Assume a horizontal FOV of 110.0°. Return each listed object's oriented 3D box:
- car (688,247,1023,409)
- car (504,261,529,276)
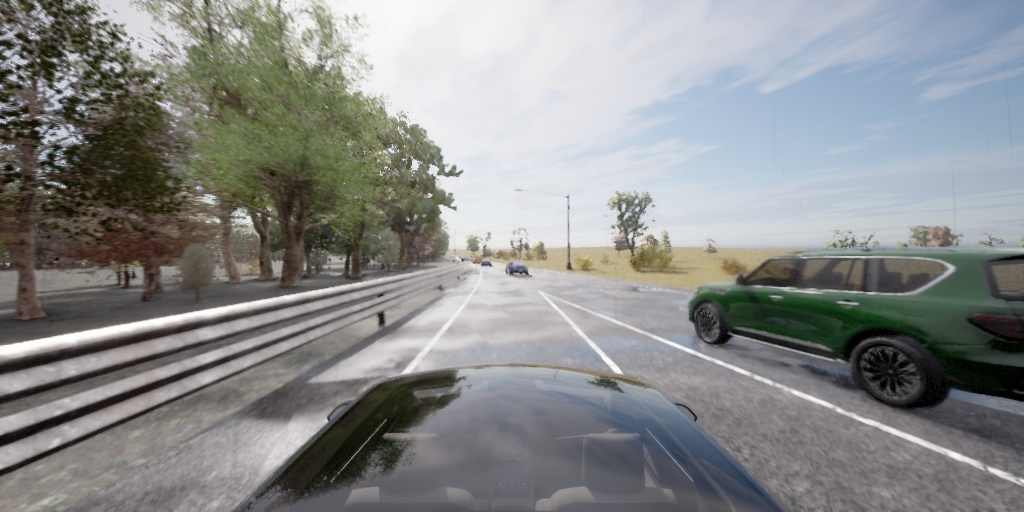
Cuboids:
[{"bbox_3d":[5.596,0.904,6.272,2.150,2.045,5.566,0,0,-10],"label":"car"},{"bbox_3d":[0.457,1.252,36.801,1.812,1.442,4.674,0,0,-10],"label":"car"}]
